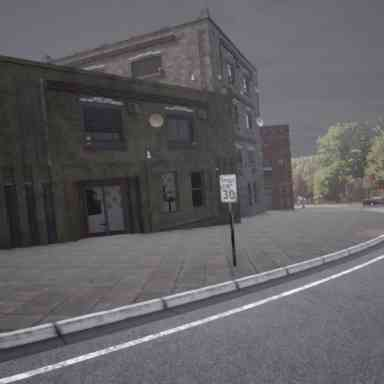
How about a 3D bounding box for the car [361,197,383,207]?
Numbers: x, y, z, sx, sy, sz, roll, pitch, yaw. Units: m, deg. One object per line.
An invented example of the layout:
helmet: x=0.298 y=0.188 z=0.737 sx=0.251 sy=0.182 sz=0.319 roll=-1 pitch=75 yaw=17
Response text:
car: x=28.690 y=1.491 z=52.811 sx=1.882 sy=1.535 sz=5.008 roll=-5 pitch=-2 yaw=-1
